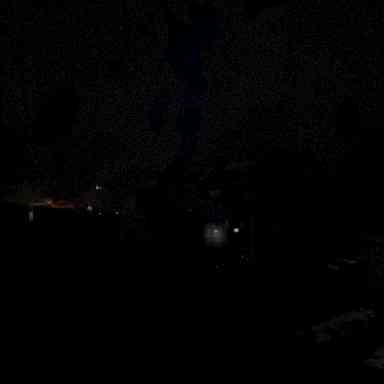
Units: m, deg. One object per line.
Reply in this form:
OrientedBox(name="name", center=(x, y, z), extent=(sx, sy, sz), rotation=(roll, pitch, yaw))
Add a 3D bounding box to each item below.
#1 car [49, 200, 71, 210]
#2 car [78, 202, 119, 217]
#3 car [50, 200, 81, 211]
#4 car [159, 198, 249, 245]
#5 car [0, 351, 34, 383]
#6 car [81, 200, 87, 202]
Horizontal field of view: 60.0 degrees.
OrientedBox(name="car", center=(-20.519, 1.994, 51.578), extent=(2.033, 1.411, 5.357), rotation=(0, 0, -35))
OrientedBox(name="car", center=(-8.005, 1.843, 28.778), extent=(1.895, 1.301, 4.718), rotation=(0, -1, -35))
OrientedBox(name="car", center=(-14.948, 1.815, 38.718), extent=(1.882, 1.535, 5.008), rotation=(0, 0, -35))
OrientedBox(name="car", center=(0.368, 1.346, 16.852), extent=(2.150, 2.045, 5.566), rotation=(0, -1, -35))
OrientedBox(name="car", center=(-2.965, 1.500, 0.738), extent=(4.892, 1.490, 1.837), rotation=(0, 0, -34))
OrientedBox(name="car", center=(-14.560, 1.873, 43.157), extent=(1.837, 1.490, 4.892), rotation=(0, -1, -34))
